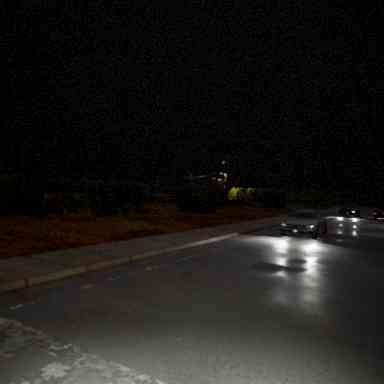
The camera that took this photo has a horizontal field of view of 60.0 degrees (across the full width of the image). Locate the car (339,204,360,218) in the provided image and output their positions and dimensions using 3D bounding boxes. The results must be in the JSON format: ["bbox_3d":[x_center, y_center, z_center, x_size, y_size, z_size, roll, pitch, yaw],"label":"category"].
[{"bbox_3d":[18.305,2.138,38.543,1.837,1.490,4.892,3,0,31],"label":"car"}]

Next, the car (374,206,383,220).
[{"bbox_3d":[20.105,2.245,34.620,2.033,1.411,5.357,3,-1,31],"label":"car"}]

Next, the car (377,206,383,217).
[{"bbox_3d":[25.539,2.556,43.793,1.895,1.301,4.718,3,0,31],"label":"car"}]

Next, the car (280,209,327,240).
[{"bbox_3d":[6.374,1.710,18.643,1.812,1.442,4.674,3,0,31],"label":"car"}]
